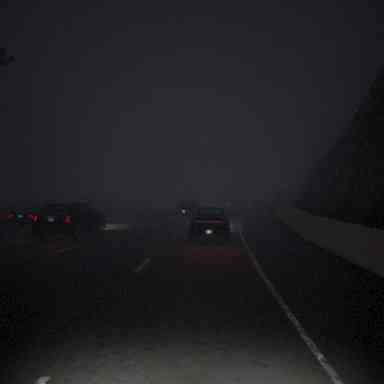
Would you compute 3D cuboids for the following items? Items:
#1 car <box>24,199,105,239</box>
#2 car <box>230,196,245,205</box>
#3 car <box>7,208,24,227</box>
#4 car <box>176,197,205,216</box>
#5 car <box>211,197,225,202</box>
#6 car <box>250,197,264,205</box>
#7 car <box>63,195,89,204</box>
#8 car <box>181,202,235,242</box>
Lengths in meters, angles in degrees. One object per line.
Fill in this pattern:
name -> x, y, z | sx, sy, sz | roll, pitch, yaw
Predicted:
car -> -6.122, 1.276, 17.092 | 2.097, 1.767, 4.553 | 1, 0, 6
car -> 8.598, 1.455, 62.570 | 2.097, 1.767, 4.553 | 1, 0, 22
car -> -9.358, 1.429, 21.290 | 2.033, 1.411, 5.357 | 1, 0, 8
car -> -0.281, 1.499, 32.575 | 1.837, 1.490, 4.892 | 0, 0, 11
car -> 4.939, 1.583, 63.047 | 1.812, 1.442, 4.674 | 0, 0, 22
car -> 12.277, 1.712, 62.294 | 1.994, 1.385, 4.181 | 1, 0, 23
car -> -19.618, 1.195, 56.561 | 1.812, 1.442, 4.674 | 1, 0, 17
car -> 0.954, 1.502, 16.624 | 2.128, 1.511, 4.902 | 1, 0, 6
